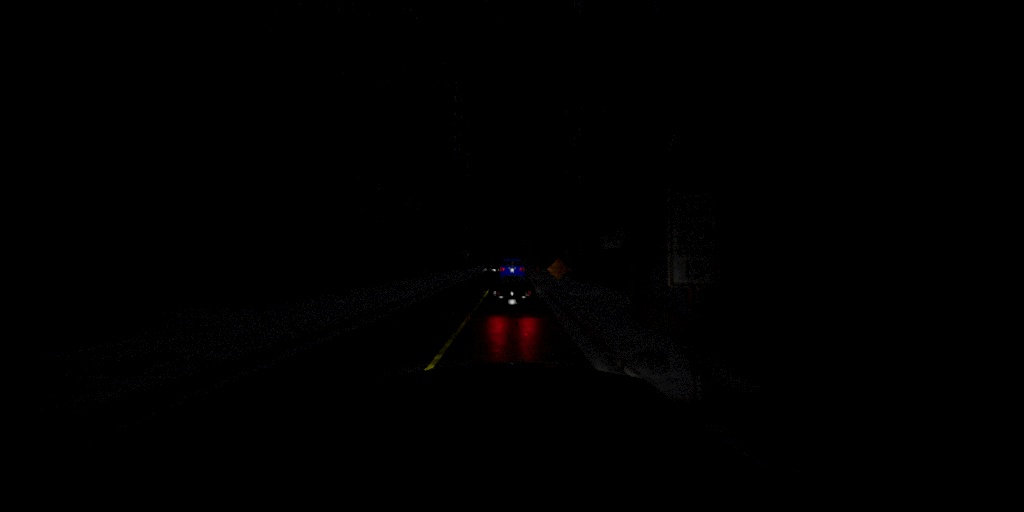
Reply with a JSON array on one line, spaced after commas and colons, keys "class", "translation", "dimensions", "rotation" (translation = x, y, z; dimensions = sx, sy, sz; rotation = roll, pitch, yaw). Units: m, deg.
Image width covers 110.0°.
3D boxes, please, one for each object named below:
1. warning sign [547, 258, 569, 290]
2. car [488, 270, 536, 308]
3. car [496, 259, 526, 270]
[{"class": "warning sign", "translation": [2.731, 1.049, 21.222], "dimensions": [1.300, 1.860, 1.060], "rotation": [0, 0, 0]}, {"class": "car", "translation": [0.013, 1.485, 15.963], "dimensions": [1.895, 1.301, 4.718], "rotation": [0, 0, 0]}, {"class": "car", "translation": [0.022, 1.241, 30.880], "dimensions": [2.150, 2.045, 5.566], "rotation": [0, 0, 0]}]
